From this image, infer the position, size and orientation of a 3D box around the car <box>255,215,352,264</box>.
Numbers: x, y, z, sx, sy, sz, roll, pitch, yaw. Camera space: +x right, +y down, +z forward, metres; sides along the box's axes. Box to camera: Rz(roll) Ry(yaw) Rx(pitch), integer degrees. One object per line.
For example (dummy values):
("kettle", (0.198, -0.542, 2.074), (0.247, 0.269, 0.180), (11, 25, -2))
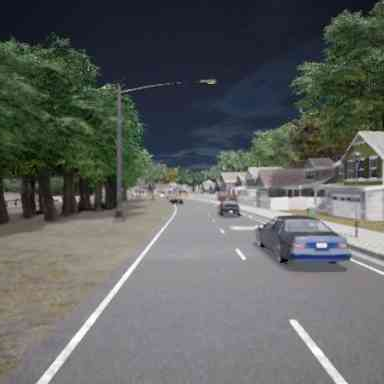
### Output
("car", (3.597, 1.533, 11.742), (2.033, 1.411, 5.357), (0, 0, 0))

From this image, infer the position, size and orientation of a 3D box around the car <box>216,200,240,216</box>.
("car", (3.527, 1.544, 32.642), (1.837, 1.490, 4.892), (0, 0, -1))

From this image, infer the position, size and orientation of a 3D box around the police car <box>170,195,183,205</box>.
("police car", (-2.699, 1.514, 62.559), (1.930, 1.638, 5.238), (0, 0, -5))

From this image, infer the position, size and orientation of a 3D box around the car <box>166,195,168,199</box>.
("car", (-4.546, 1.523, 78.562), (1.801, 1.575, 5.366), (0, 0, -8))

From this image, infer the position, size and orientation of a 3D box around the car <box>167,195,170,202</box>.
("car", (-3.753, 1.585, 72.411), (1.837, 1.490, 4.892), (0, 0, -7))
